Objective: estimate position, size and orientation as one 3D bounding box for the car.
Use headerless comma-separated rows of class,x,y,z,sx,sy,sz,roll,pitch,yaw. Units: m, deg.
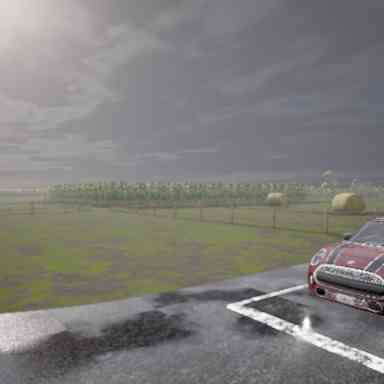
car,4.617,1.347,7.322,4.553,1.767,2.097,0,0,-35
